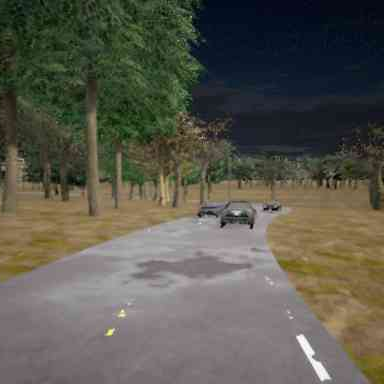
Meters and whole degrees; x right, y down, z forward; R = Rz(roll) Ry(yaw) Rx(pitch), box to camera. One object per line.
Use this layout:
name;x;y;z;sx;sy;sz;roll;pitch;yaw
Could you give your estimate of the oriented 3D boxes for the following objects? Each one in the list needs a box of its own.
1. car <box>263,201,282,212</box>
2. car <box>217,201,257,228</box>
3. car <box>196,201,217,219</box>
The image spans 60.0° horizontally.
car;10.194;1.838;41.962;1.895;1.301;4.718;1;0;21
car;3.234;1.361;22.379;2.097;1.767;4.553;1;0;14
car;1.966;1.549;29.580;2.033;1.411;5.357;1;0;18
